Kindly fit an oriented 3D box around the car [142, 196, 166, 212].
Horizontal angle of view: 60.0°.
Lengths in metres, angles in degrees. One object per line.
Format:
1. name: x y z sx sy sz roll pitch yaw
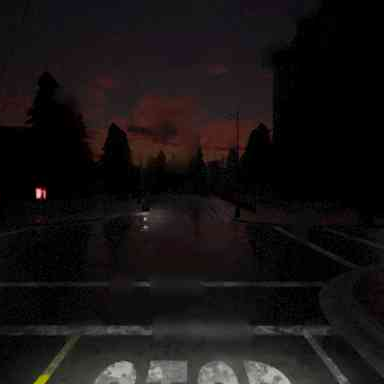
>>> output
1. car: -3.478 1.120 31.597 2.033 1.411 5.357 0 1 0
